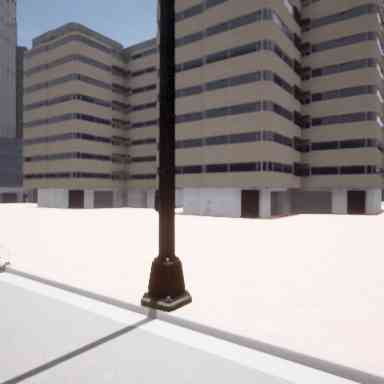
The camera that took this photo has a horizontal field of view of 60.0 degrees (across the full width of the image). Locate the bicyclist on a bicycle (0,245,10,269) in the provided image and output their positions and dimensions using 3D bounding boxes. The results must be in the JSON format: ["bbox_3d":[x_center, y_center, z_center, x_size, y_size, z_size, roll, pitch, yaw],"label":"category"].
[{"bbox_3d":[-5.604,1.356,8.636,0.582,1.620,1.656,0,4,37],"label":"bicyclist on a bicycle"}]
